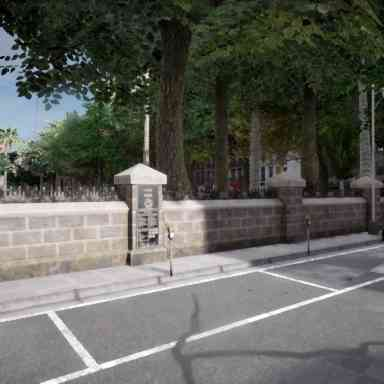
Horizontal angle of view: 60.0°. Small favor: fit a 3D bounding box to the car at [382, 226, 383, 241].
[{"bbox_3d":[9.737,1.310,13.485,5.009,1.841,2.192,0,0,-36],"label":"car"}]
